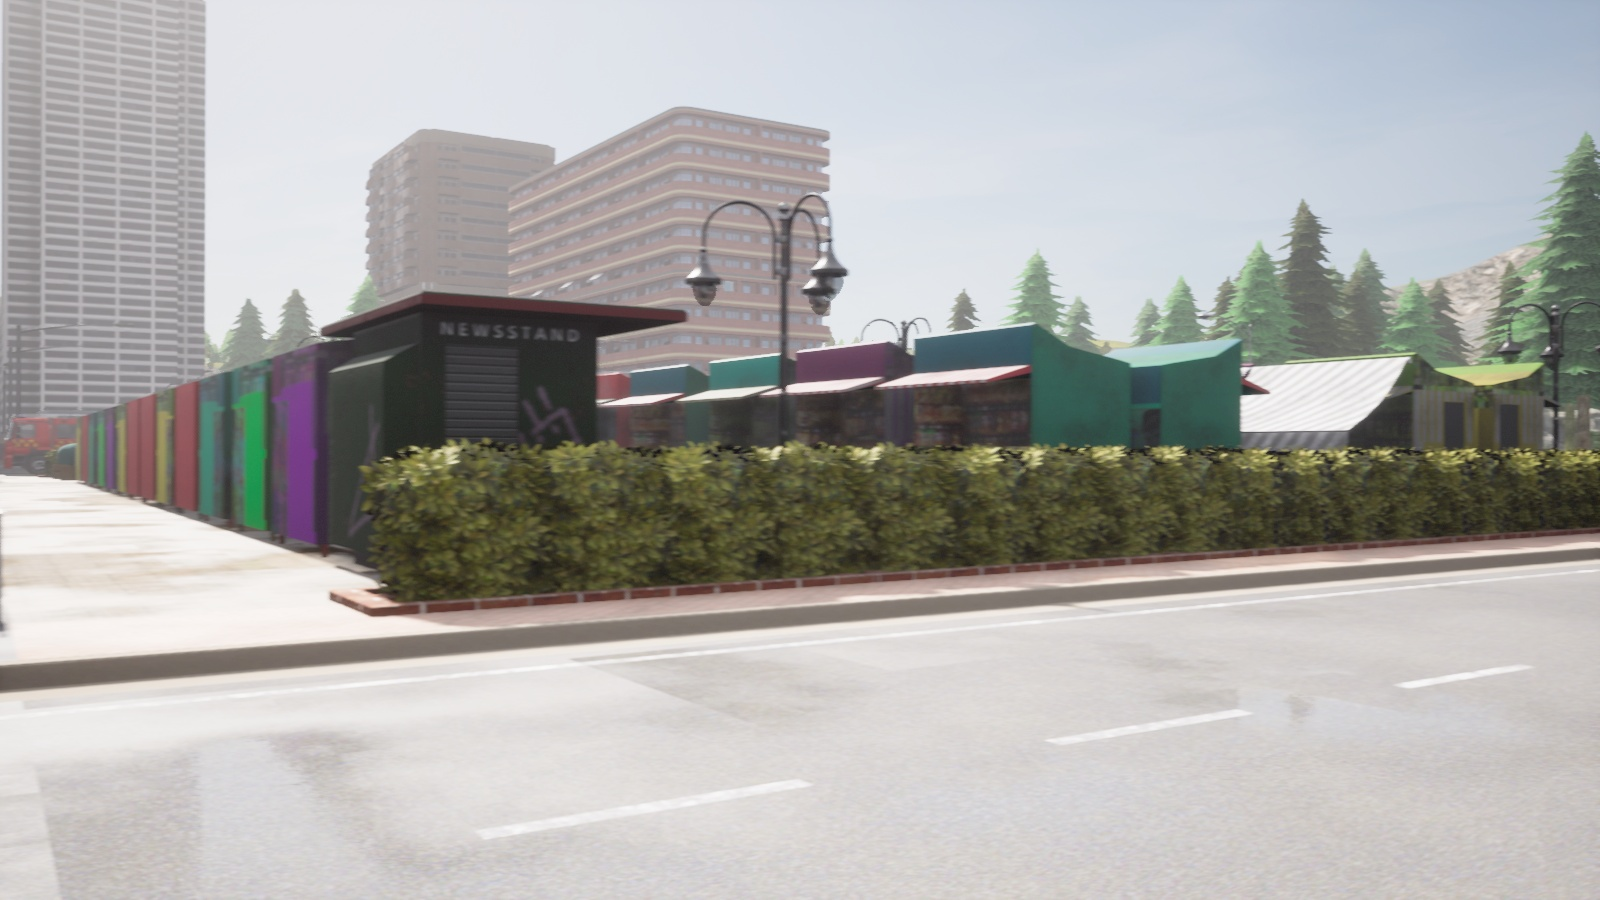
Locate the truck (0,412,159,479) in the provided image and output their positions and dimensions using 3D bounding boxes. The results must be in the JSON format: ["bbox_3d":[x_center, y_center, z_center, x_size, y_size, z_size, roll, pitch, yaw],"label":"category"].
[{"bbox_3d":[-43.290,-0.238,75.212,8.468,3.827,2.891,0,0,-34],"label":"truck"}]
